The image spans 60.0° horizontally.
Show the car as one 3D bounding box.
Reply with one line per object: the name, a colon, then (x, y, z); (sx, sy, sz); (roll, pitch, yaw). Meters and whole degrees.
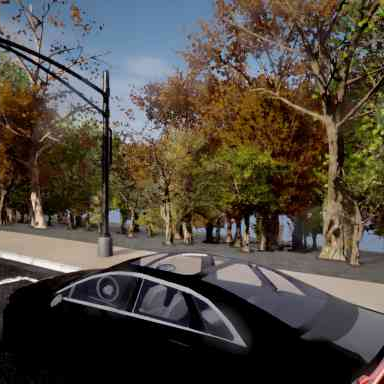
car: (-0.365, 1.491, 3.952); (4.902, 1.511, 2.128); (0, 0, 36)
